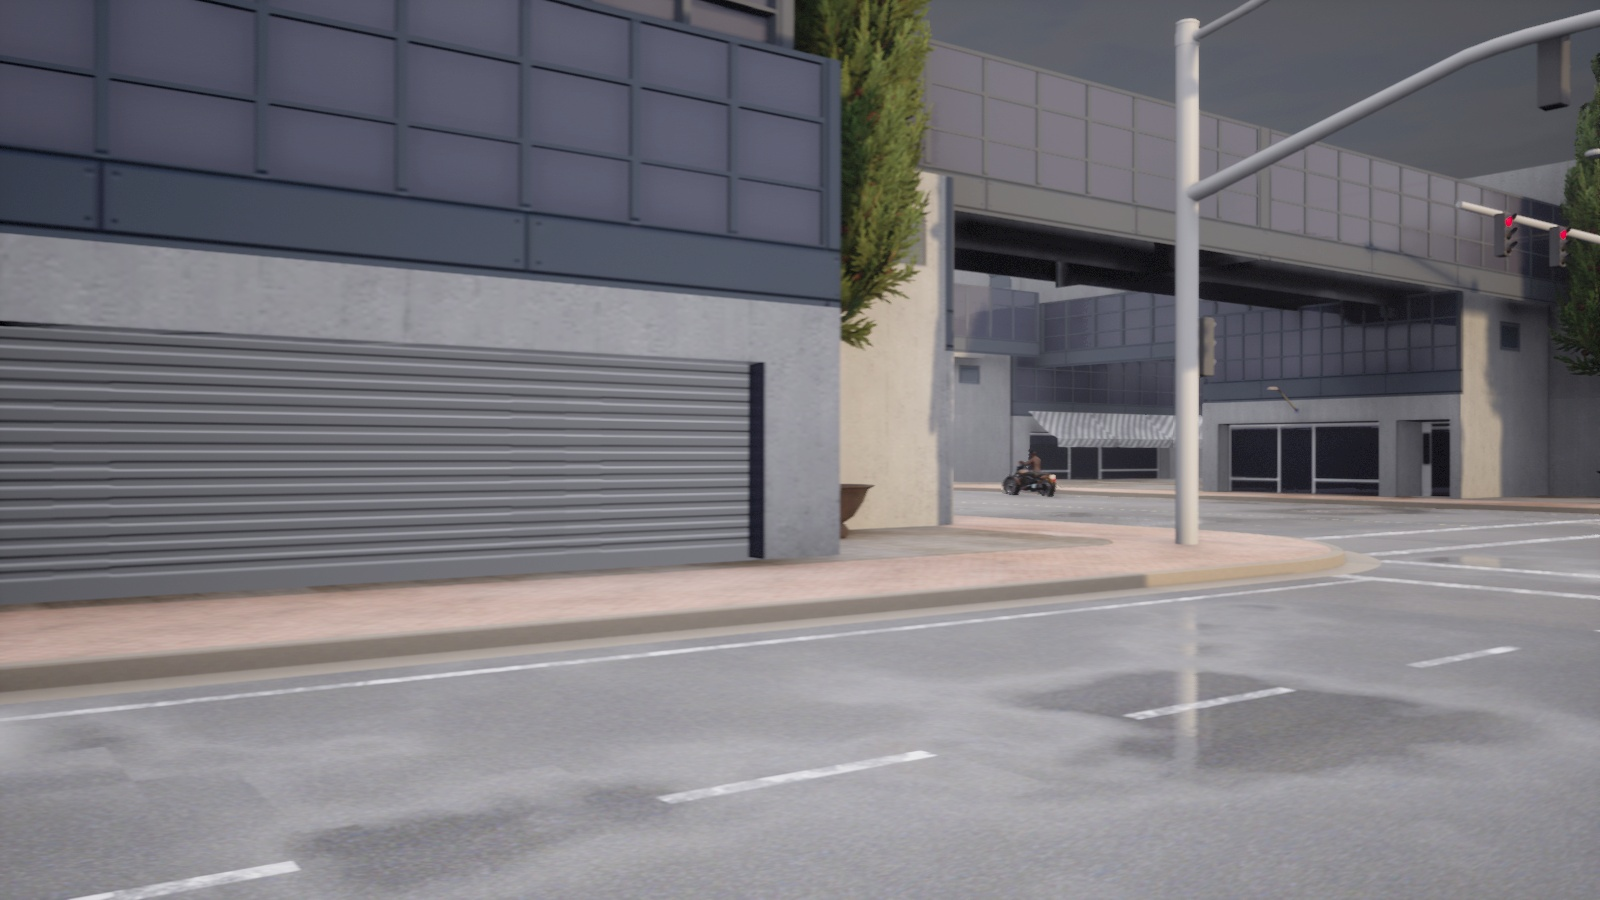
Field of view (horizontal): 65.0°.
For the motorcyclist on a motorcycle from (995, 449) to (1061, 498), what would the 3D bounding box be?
[{"bbox_3d":[7.870,0.786,43.384,0.766,1.649,2.350,0,0,-36],"label":"motorcyclist on a motorcycle"}]
